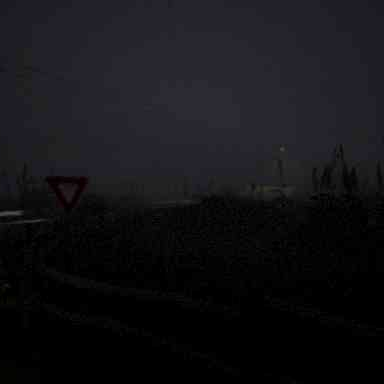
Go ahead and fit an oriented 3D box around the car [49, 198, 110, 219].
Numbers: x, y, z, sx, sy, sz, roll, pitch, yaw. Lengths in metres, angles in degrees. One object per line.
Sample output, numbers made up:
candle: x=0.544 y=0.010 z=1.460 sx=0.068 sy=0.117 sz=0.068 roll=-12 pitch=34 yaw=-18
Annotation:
car: x=-8.295 y=1.169 z=24.850 sx=1.812 sy=1.442 sz=4.674 roll=0 pitch=2 yaw=37
